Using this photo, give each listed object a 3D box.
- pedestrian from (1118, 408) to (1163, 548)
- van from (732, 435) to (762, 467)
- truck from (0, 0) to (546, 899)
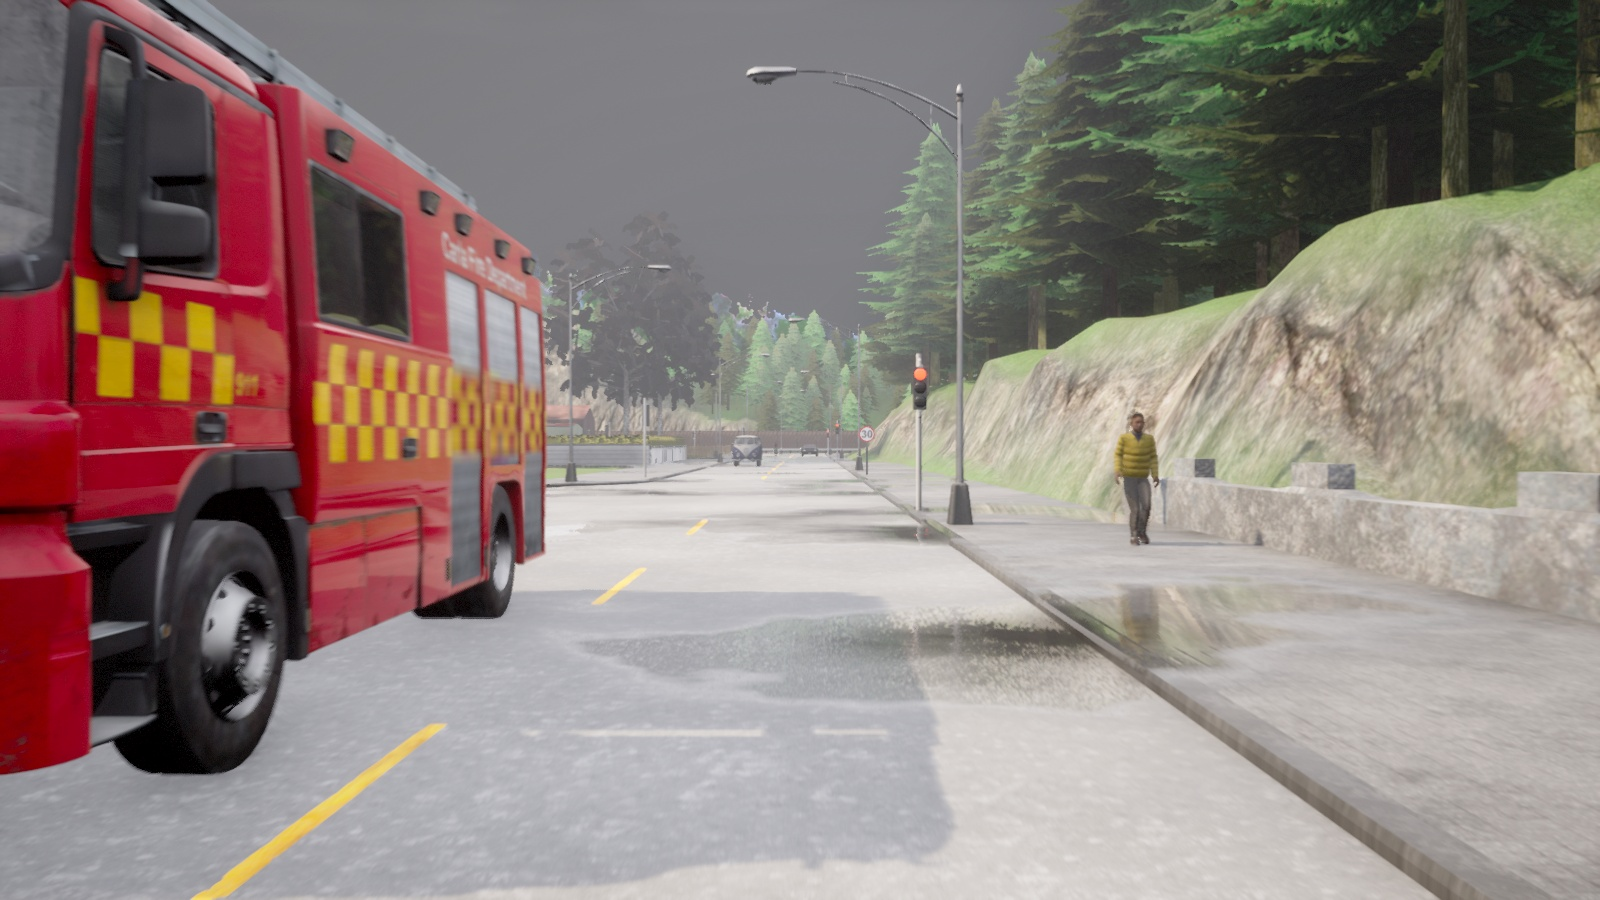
[{"bbox_3d":[4.545,0.365,16.782,0.431,1.840,0.709,0,0,2],"label":"pedestrian"},{"bbox_3d":[-3.380,0.041,80.698,1.775,1.987,4.442,0,0,0],"label":"van"},{"bbox_3d":[-3.919,-0.466,7.896,2.891,3.827,8.468,0,0,0],"label":"truck"}]
